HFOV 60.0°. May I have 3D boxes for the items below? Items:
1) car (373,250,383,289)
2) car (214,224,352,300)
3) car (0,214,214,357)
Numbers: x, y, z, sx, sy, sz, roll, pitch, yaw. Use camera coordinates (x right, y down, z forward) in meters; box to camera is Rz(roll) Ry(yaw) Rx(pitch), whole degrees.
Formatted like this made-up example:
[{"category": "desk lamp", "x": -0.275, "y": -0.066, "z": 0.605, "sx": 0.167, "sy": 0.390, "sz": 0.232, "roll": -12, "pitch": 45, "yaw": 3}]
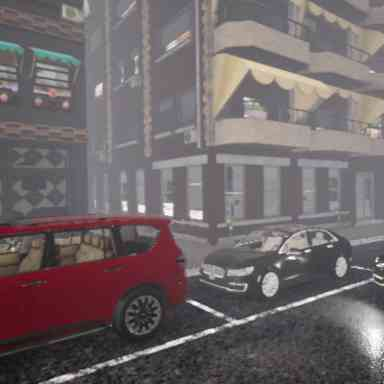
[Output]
[{"category": "car", "x": 6.088, "y": 1.442, "z": 7.713, "sx": 4.892, "sy": 1.490, "sz": 1.837, "roll": 0, "pitch": 0, "yaw": -35}, {"category": "car", "x": 2.194, "y": 1.508, "z": 8.142, "sx": 4.403, "sy": 1.369, "sz": 2.008, "roll": 0, "pitch": 0, "yaw": -35}, {"category": "car", "x": -2.361, "y": 1.310, "z": 4.878, "sx": 5.009, "sy": 1.841, "sz": 2.192, "roll": 0, "pitch": 0, "yaw": -35}]
